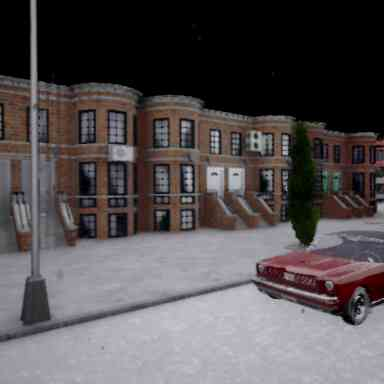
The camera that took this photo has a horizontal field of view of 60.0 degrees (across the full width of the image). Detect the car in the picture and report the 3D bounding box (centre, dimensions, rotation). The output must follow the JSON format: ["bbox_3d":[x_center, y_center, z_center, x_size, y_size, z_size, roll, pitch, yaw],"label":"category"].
[{"bbox_3d":[3.501,1.546,7.104,4.718,1.301,1.895,-1,0,-35],"label":"car"}]
